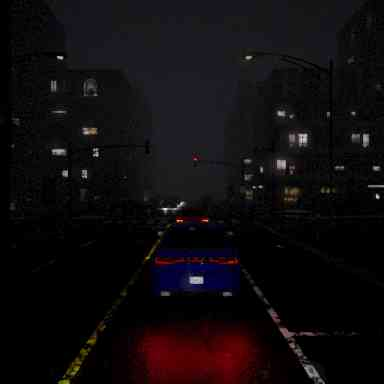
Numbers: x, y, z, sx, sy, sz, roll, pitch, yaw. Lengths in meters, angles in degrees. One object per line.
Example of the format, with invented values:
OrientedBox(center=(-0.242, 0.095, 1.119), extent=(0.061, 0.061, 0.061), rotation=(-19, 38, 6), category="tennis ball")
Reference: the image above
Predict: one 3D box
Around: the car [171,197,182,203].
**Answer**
OrientedBox(center=(-3.109, 1.626, 68.201), extent=(1.895, 1.301, 4.718), rotation=(0, 0, 0), category="car")

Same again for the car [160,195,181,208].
OrientedBox(center=(-3.151, 1.560, 49.210), extent=(2.033, 1.411, 5.357), rotation=(0, 0, -1), category="car")

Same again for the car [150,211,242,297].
OrientedBox(center=(0.090, 1.477, 8.612), extent=(1.882, 1.535, 5.008), rotation=(0, 0, 0), category="car")

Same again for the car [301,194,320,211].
OrientedBox(center=(14.732, 1.205, 35.614), extent=(4.892, 1.490, 1.837), rotation=(-1, 0, -1), category="car")

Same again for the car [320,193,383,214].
OrientedBox(center=(14.651, 1.029, 29.805), extent=(5.009, 1.841, 2.192), rotation=(-1, 1, -1), category="car")

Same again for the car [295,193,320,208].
OrientedBox(center=(14.505, 1.014, 38.183), extent=(5.009, 1.841, 2.192), rotation=(-1, 1, -1), category="car")

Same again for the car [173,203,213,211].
OrientedBox(center=(0.072, 1.526, 17.952), extent=(1.812, 1.442, 4.674), rotation=(0, 0, 1), category="car")

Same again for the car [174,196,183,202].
OrientedBox(center=(-3.114, 1.621, 78.539), extent=(1.895, 1.301, 4.718), rotation=(0, 0, 0), category="car")

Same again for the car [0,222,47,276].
OrientedBox(center=(-5.755, 1.582, 9.815), extent=(1.802, 1.307, 4.206), rotation=(0, 0, 0), category="car")

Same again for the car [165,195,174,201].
OrientedBox(center=(-5.814, 1.480, 85.934), extent=(1.967, 1.590, 4.097), rotation=(0, 0, 0), category="car")

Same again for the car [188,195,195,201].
OrientedBox(center=(-0.129, 1.570, 90.530), extent=(2.128, 1.511, 4.902), rotation=(0, 0, 0), category="car")

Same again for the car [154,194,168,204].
OrientedBox(center=(-5.782, 1.336, 63.203), extent=(2.192, 1.841, 5.009), rotation=(0, 0, 0), category="car")

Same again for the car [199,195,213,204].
OrientedBox(center=(2.607, 1.458, 57.535), extent=(1.967, 1.590, 4.097), rotation=(0, 0, 0), category="car")

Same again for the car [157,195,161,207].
OrientedBox(center=(-5.765, 1.580, 51.838), extent=(1.947, 1.339, 4.313), rotation=(0, 0, 0), category="car")

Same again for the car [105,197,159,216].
OrientedBox(center=(-6.267, 1.569, 34.008), extent=(5.008, 1.535, 1.882), rotation=(0, 0, -23), category="car")

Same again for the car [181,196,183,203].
OrientedBox(center=(-3.163, 1.370, 58.692), extent=(2.097, 1.767, 4.553), rotation=(0, 0, 0), category="car")

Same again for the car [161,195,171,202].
OrientedBox(center=(-5.798, 1.470, 74.569), extent=(1.967, 1.590, 4.097), rotation=(0, 0, 0), category="car")
